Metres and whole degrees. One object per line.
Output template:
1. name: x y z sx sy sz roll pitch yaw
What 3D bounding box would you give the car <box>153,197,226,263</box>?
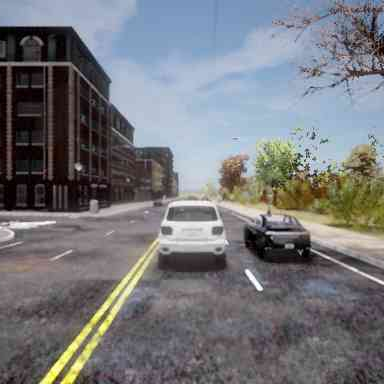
1. car: 0.011 1.340 12.617 2.150 2.045 5.566 0 0 0

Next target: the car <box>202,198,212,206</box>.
1. car: 3.269 2.148 72.565 1.882 1.535 5.008 0 -1 0

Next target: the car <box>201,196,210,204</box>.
1. car: 3.271 1.959 82.959 2.097 1.767 4.553 0 -1 0

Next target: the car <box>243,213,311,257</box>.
1. car: 3.270 1.616 13.524 2.128 1.511 4.902 0 0 0

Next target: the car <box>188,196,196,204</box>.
1. car: 0.021 1.959 82.960 2.097 1.767 4.553 0 -1 0

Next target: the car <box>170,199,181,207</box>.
1. car: -3.254 2.165 65.301 1.994 1.385 4.181 0 -1 1

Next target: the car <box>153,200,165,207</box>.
1. car: -6.499 2.203 65.265 1.895 1.301 4.718 0 -1 0
